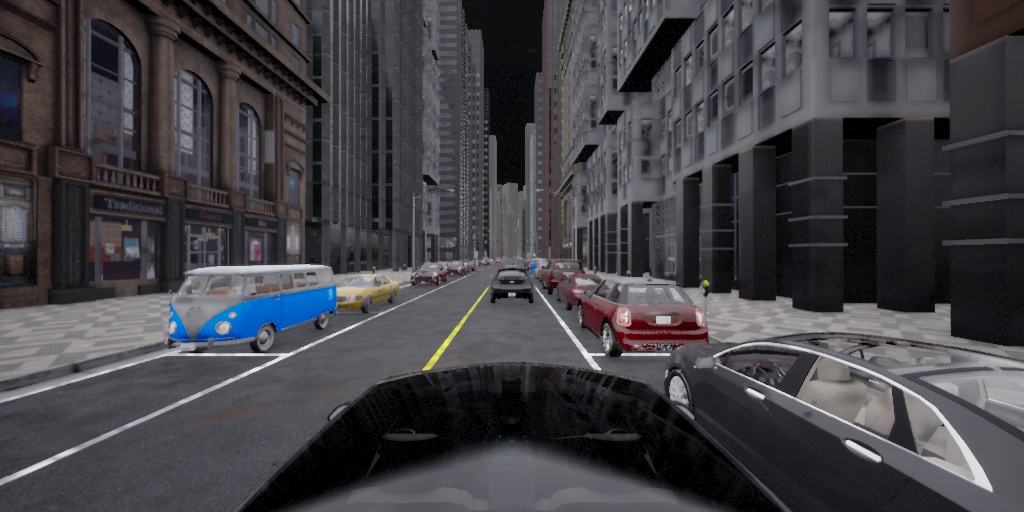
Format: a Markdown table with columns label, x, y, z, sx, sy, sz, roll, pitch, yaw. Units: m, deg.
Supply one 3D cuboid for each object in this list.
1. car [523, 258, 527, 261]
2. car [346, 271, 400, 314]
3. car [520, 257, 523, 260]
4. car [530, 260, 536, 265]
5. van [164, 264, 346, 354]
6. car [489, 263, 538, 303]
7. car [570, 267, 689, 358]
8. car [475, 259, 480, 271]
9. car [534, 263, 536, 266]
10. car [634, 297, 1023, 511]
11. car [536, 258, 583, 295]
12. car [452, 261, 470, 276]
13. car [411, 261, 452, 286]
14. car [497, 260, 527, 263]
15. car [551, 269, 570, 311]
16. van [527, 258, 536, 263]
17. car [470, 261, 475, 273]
| label | x | y | z | sx | sy | sz | roll | pitch | yaw |
| --- | --- | --- | --- | --- | --- | --- | --- | --- | --- |
| car | 2.763 | 1.346 | 47.696 | 1.802 | 1.307 | 4.207 | 0 | 0 | 0 |
| car | -5.762 | 1.276 | 13.898 | 1.751 | 1.417 | 4.829 | 0 | 0 | 0 |
| car | 3.000 | 1.124 | 62.098 | 2.097 | 1.767 | 4.553 | 0 | 0 | 0 |
| car | 2.763 | 1.282 | 31.059 | 1.751 | 1.417 | 4.829 | 0 | 0 | 0 |
| van | -5.762 | 1.090 | 8.467 | 1.690 | 1.789 | 3.998 | 0 | 0 | 0 |
| car | 0.000 | 1.269 | 16.500 | 1.837 | 1.490 | 4.892 | 0 | 0 | 0 |
| car | 2.763 | 1.189 | 8.481 | 1.967 | 1.591 | 4.097 | 0 | 0 | 0 |
| car | -5.762 | 1.330 | 47.679 | 1.948 | 1.339 | 4.313 | 0 | 0 | 0 |
| car | 2.763 | 1.336 | 25.287 | 1.802 | 1.307 | 4.207 | 0 | 0 | 0 |
| car | 2.763 | 1.299 | 2.878 | 2.007 | 1.370 | 4.403 | 0 | 0 | 0 |
| car | 2.763 | 1.067 | 19.685 | 2.192 | 1.841 | 5.009 | 0 | 0 | 0 |
| car | -5.762 | 1.198 | 36.476 | 1.967 | 1.591 | 4.097 | 0 | 0 | 0 |
| car | -5.762 | 1.194 | 25.273 | 1.967 | 1.591 | 4.097 | 0 | 0 | 0 |
| car | 0.000 | 1.321 | 31.500 | 2.033 | 1.411 | 5.357 | 0 | 0 | 0 |
| car | 2.763 | 1.333 | 14.083 | 1.802 | 1.307 | 4.207 | 0 | 0 | 0 |
| van | 2.763 | 1.100 | 36.491 | 1.690 | 1.789 | 3.998 | 0 | 0 | 0 |
| car | -5.762 | 1.343 | 42.077 | 1.802 | 1.307 | 4.207 | 0 | 0 | 0 |
